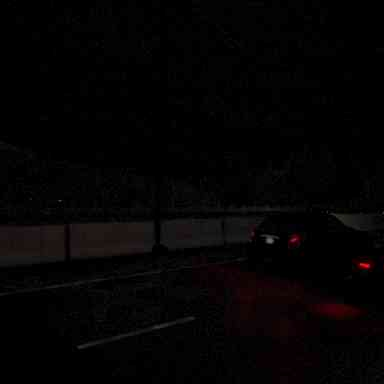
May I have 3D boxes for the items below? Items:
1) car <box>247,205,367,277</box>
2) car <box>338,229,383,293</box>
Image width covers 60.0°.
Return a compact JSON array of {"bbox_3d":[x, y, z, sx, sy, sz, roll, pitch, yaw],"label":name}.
[{"bbox_3d":[3.984,1.470,10.886,4.553,1.767,2.097,1,-1,-35],"label":"car"},{"bbox_3d":[6.046,1.666,8.059,5.357,1.411,2.033,1,-1,-36],"label":"car"}]
